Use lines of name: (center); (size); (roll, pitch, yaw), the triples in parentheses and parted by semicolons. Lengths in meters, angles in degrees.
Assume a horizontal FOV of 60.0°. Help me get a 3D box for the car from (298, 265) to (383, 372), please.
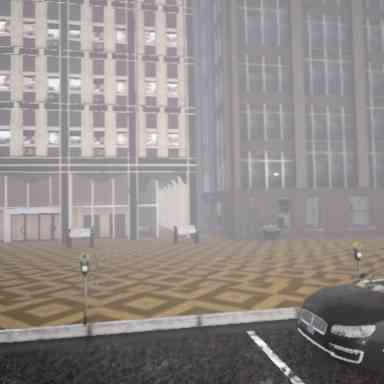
car: (3.841, 1.708, 5.141); (4.403, 1.369, 2.008); (-1, -3, -10)
